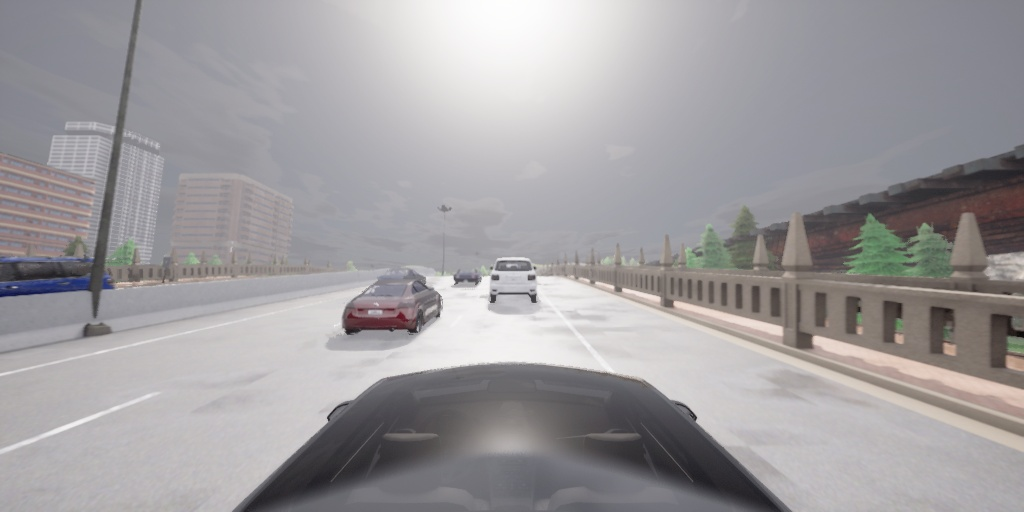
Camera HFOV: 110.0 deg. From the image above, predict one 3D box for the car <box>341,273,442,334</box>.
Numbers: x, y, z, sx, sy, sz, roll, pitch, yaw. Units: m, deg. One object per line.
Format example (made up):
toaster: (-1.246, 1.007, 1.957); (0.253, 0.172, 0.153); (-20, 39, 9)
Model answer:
car: (-3.423, 1.396, 10.964); (1.994, 1.385, 4.181); (0, 0, 0)

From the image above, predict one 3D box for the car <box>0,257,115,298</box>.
car: (-14.118, 1.040, 9.430); (2.150, 2.045, 5.566); (0, 0, 0)

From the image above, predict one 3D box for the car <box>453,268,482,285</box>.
car: (-3.474, 1.593, 29.003); (1.895, 1.301, 4.718); (0, -1, 0)

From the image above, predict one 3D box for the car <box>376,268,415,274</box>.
car: (-6.956, 1.485, 22.785); (2.033, 1.411, 5.357); (0, 0, 0)

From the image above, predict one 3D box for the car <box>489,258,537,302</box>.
car: (0.056, 1.117, 18.024); (2.150, 2.045, 5.566); (0, 0, 0)
